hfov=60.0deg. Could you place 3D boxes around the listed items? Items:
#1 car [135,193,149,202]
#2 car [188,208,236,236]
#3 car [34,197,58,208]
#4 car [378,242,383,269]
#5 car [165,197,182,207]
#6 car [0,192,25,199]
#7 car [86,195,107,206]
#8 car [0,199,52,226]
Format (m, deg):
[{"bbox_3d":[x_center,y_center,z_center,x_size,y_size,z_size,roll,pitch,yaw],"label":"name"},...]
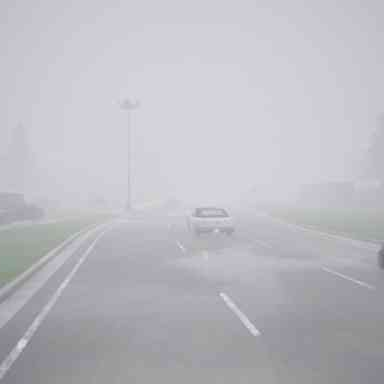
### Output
[{"bbox_3d":[-9.642,0.968,64.478,2.097,1.767,4.553,0,0,3],"label":"car"},{"bbox_3d":[0.876,1.492,17.673,1.895,1.301,4.718,0,0,-7],"label":"car"},{"bbox_3d":[-17.830,1.322,39.511,2.033,1.411,5.357,0,0,3],"label":"car"},{"bbox_3d":[6.079,1.444,6.842,2.128,1.511,4.902,0,0,-9],"label":"car"},{"bbox_3d":[-2.401,1.333,44.398,1.895,1.301,4.718,0,0,4],"label":"car"},{"bbox_3d":[-15.206,1.073,25.907,2.150,2.045,5.566,0,1,6],"label":"car"},{"bbox_3d":[-13.895,1.241,48.739,1.812,1.442,4.674,0,0,3],"label":"car"},{"bbox_3d":[-12.118,1.420,22.528,2.033,1.411,5.357,0,0,9],"label":"car"}]
